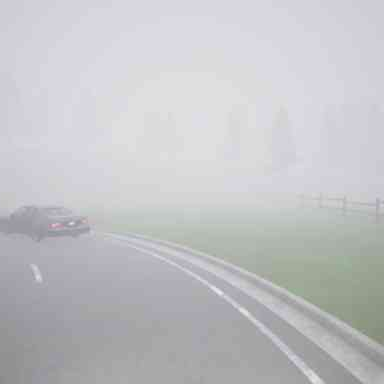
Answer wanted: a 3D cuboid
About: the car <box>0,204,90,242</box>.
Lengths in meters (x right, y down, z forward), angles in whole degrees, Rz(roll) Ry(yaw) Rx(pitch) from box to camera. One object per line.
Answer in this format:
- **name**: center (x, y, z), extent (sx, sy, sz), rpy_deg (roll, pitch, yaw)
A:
- **car**: center (-6.668, 1.255, 14.633), extent (5.357, 1.411, 2.033), rpy_deg (1, 1, 39)
